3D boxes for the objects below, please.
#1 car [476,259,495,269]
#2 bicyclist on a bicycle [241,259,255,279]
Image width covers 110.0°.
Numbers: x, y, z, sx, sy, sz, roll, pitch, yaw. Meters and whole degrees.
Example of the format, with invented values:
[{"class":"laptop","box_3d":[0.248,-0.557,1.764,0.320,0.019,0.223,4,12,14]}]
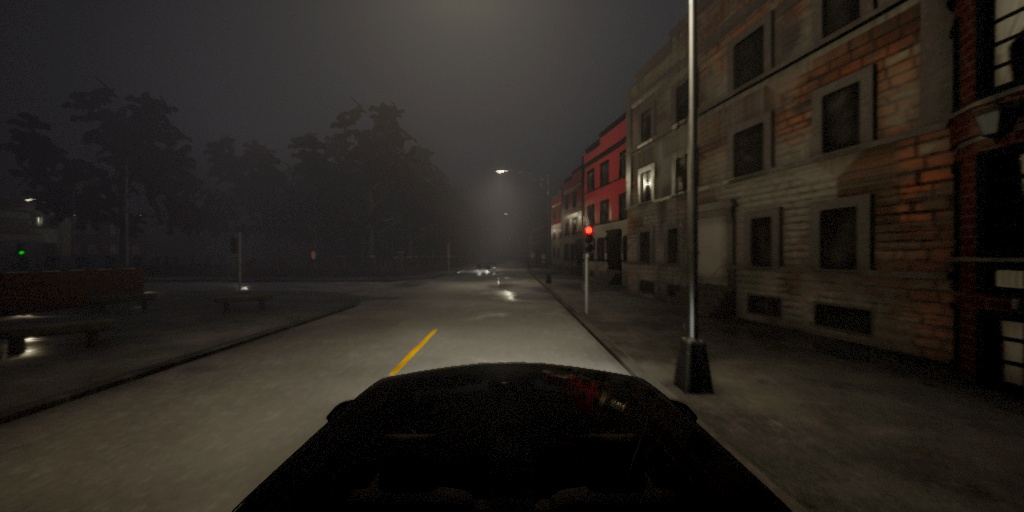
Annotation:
[{"class":"car","box_3d":[-4.048,1.135,51.871,2.128,1.511,4.902,0,0,1]},{"class":"bicyclist on a bicycle","box_3d":[-21.852,1.043,29.609,0.582,1.620,1.656,0,0,0]}]
